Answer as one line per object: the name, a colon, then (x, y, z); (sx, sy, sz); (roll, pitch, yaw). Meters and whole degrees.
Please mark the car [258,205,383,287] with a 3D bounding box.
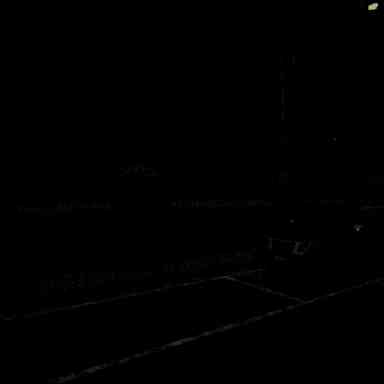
car: (4.163, 1.313, 9.503); (5.009, 1.841, 2.192); (0, 0, -35)
